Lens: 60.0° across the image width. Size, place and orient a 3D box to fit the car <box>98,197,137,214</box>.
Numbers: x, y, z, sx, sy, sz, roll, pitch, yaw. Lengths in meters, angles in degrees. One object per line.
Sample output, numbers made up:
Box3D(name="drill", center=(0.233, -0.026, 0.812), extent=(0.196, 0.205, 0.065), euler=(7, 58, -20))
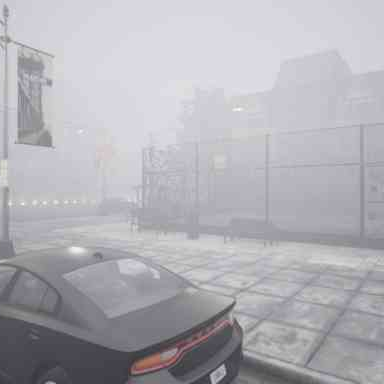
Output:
Box3D(name="car", center=(-7.979, 1.349, 36.293), extent=(2.097, 1.767, 4.553), euler=(0, 0, 35))

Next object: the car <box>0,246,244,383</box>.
Box3D(name="car", center=(-1.785, 1.479, 4.405), extent=(5.008, 1.535, 2.097), euler=(0, 0, 35))
